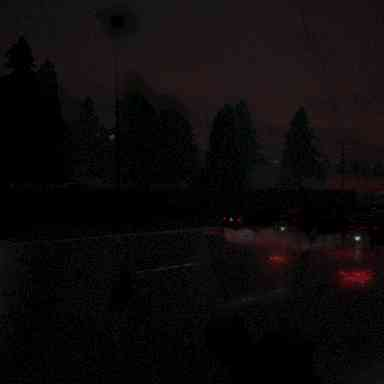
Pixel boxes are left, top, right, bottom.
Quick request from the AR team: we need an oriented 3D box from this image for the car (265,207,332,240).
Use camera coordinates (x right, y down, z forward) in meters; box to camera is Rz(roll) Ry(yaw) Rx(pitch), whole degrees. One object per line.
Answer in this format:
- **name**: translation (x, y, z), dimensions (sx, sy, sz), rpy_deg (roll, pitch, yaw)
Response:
- **car**: translation (6.236, 1.513, 16.916), dimensions (4.892, 1.490, 1.837), rpy_deg (0, 0, -35)

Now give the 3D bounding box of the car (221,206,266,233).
- **car**: translation (4.204, 1.560, 19.765), dimensions (5.357, 1.411, 2.033), rpy_deg (0, 0, -35)

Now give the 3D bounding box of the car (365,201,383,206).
- **car**: translation (16.416, 1.514, 28.476), dimensions (4.892, 1.490, 1.837), rpy_deg (0, 0, -35)

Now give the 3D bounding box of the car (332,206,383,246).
- **car**: translation (8.269, 1.513, 14.066), dimensions (4.892, 1.490, 1.837), rpy_deg (0, 0, -35)
